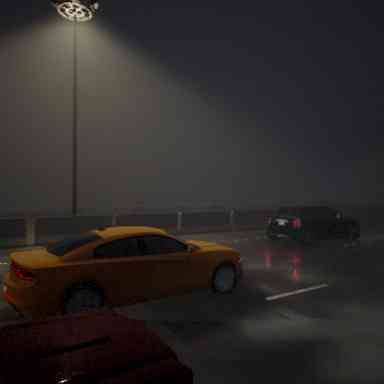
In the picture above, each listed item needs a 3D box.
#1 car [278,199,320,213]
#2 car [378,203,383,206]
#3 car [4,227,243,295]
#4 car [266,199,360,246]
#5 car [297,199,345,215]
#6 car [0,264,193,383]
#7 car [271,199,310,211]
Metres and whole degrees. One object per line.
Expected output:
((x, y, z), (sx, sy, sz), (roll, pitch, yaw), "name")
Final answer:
((12.443, 1.590, 38.762), (4.674, 1.442, 1.812), (0, 0, -24), "car")
((21.334, 1.604, 34.954), (4.674, 1.442, 1.812), (0, 0, -22), "car")
((-1.125, 1.482, 7.089), (5.008, 1.535, 1.882), (0, 0, -34), "car")
((5.699, 1.379, 15.456), (4.553, 1.767, 2.097), (0, 0, -31), "car")
((13.807, 1.569, 35.535), (4.892, 1.490, 1.837), (0, 0, -24), "car")
((-2.241, 1.598, 2.098), (4.718, 1.301, 1.895), (0, 0, -35), "car")
((12.612, 1.594, 42.672), (4.674, 1.442, 1.812), (0, 0, -23), "car")
